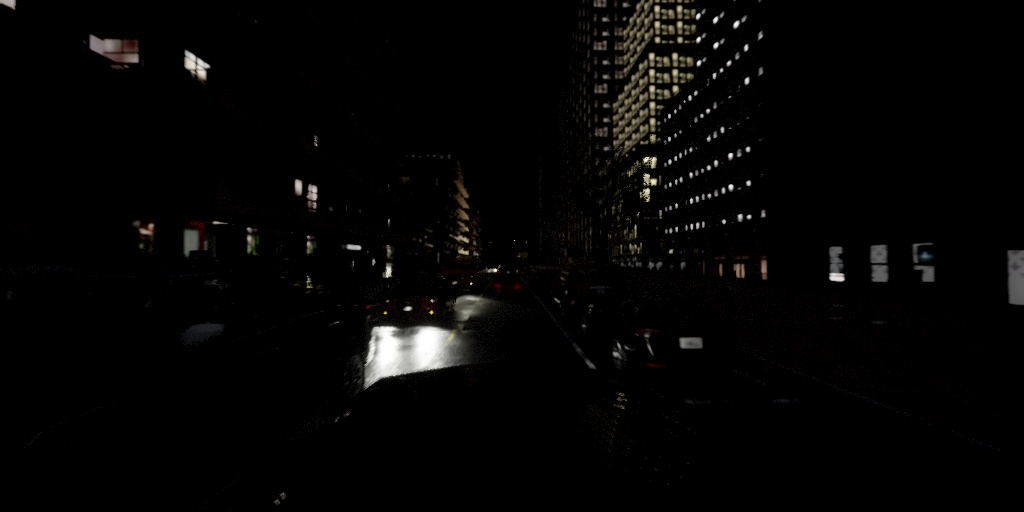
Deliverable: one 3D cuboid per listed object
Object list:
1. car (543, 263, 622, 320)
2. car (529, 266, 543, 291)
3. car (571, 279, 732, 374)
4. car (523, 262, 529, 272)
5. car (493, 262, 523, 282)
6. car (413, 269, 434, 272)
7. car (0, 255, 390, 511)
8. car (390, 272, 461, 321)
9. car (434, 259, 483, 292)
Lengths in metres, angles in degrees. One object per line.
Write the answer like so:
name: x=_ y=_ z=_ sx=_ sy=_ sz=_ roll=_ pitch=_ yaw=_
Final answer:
car: x=2.578 y=1.167 z=12.956 sx=2.192 sy=1.841 sz=5.009 roll=0 pitch=0 yaw=-1
car: x=2.424 y=1.540 z=23.999 sx=1.948 sy=1.339 sz=4.313 roll=0 pitch=0 yaw=-1
car: x=2.654 y=1.359 z=7.434 sx=1.948 sy=1.339 sz=4.313 roll=0 pitch=0 yaw=-1
car: x=1.963 y=1.917 z=57.131 sx=1.948 sy=1.339 sz=4.313 roll=0 pitch=0 yaw=-1
car: x=-0.305 y=1.444 z=33.059 sx=2.097 sy=1.767 sz=4.553 roll=0 pitch=-1 yaw=1
car: x=-5.956 y=1.574 z=23.883 sx=1.888 sy=1.381 sz=4.507 roll=0 pitch=0 yaw=-1
car: x=-3.086 y=1.007 z=3.088 sx=2.150 sy=2.045 sz=5.566 roll=0 pitch=-1 yaw=-1
car: x=-3.219 y=1.456 z=13.056 sx=1.994 sy=1.385 sz=4.181 roll=0 pitch=-1 yaw=-1
car: x=-3.363 y=1.232 z=23.767 sx=2.150 sy=2.045 sz=5.566 roll=0 pitch=-1 yaw=-1
